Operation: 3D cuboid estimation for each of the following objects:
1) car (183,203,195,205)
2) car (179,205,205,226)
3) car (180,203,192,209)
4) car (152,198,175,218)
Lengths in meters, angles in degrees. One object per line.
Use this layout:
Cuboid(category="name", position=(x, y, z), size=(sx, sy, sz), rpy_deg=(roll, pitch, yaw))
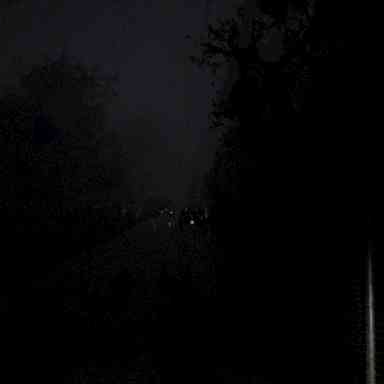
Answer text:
Cuboid(category="car", position=(-0.069, 2.219, 42.123), size=(1.895, 1.301, 4.718), rpy_deg=(0, -1, 0))
Cuboid(category="car", position=(0.006, 1.868, 25.471), size=(1.895, 1.301, 4.718), rpy_deg=(0, -1, 0))
Cuboid(category="car", position=(-1.262, 3.190, 76.603), size=(2.033, 1.411, 5.357), rpy_deg=(0, -2, 6))
Cuboid(category="car", position=(-2.997, 1.693, 35.997), size=(2.150, 2.045, 5.566), rpy_deg=(0, -1, 0))
